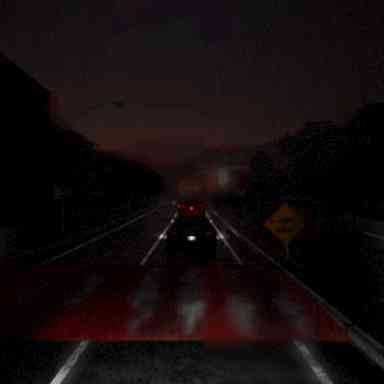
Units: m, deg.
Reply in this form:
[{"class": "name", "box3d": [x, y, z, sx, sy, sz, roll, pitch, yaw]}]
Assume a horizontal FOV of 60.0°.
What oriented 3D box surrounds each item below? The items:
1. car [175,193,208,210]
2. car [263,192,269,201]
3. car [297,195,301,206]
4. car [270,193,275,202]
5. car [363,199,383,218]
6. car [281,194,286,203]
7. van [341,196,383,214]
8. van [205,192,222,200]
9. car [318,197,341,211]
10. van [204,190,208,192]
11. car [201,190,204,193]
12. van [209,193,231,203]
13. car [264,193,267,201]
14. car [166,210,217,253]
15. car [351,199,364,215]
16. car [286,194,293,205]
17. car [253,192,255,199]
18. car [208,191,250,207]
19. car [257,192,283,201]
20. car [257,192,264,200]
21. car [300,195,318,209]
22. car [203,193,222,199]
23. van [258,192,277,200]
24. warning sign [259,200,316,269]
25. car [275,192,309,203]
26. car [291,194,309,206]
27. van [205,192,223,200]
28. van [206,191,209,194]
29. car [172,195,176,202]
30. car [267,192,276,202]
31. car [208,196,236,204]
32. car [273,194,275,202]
[{"class": "car", "box3d": [-0.033, 1.374, 29.034, 2.150, 2.045, 5.566, 0, 0, 0]}, {"class": "car", "box3d": [18.724, 1.390, 74.565, 4.792, 1.488, 2.163, 0, 1, 0]}, {"class": "car", "box3d": [18.788, 1.568, 49.578, 4.792, 1.488, 2.163, 0, 0, 0]}, {"class": "car", "box3d": [18.711, 1.435, 66.233, 5.008, 1.535, 2.097, 0, 0, 0]}, {"class": "car", "box3d": [18.804, 1.657, 30.149, 5.008, 1.535, 2.097, 0, 0, 0]}, {"class": "car", "box3d": [18.743, 1.488, 57.905, 5.008, 1.535, 2.097, 0, 0, 0]}, {"class": "van", "box3d": [18.911, 1.397, 35.700, 4.442, 1.987, 1.878, 0, 0, 0]}, {"class": "van", "box3d": [5.698, 0.960, 87.898, 4.442, 1.987, 1.878, 0, 1, 0]}, {"class": "car", "box3d": [18.751, 1.619, 41.251, 4.792, 1.488, 2.163, 0, 0, 0]}, {"class": "van", "box3d": [5.719, 1.077, 79.490, 4.442, 1.987, 1.878, 0, 1, 0]}, {"class": "car", "box3d": [5.567, 1.013, 82.290, 5.566, 2.045, 2.435, 0, 1, 0]}, {"class": "van", "box3d": [5.748, 1.192, 68.270, 4.442, 1.987, 1.878, 0, 0, 0]}, {"class": "car", "box3d": [18.673, 1.421, 71.782, 4.792, 1.488, 2.163, 0, 1, 0]}, {"class": "car", "box3d": [-0.013, 1.690, 14.319, 1.994, 1.385, 4.181, 0, 0, 0]}, {"class": "car", "box3d": [18.798, 1.680, 32.926, 4.674, 1.452, 2.002, 0, 0, 0]}, {"class": "car", "box3d": [18.750, 1.505, 55.129, 5.008, 1.535, 2.097, 0, 0, 0]}, {"class": "car", "box3d": [18.853, 1.215, 85.667, 5.366, 1.575, 1.946, 0, 1, 0]}, {"class": "car", "box3d": [5.646, 1.275, 51.448, 5.566, 2.045, 2.435, 0, 0, 0]}, {"class": "car", "box3d": [18.709, 1.044, 80.113, 5.566, 2.045, 2.435, 0, 1, 0]}, {"class": "car", "box3d": [18.659, 1.077, 77.336, 5.566, 2.045, 2.435, 0, 1, 0]}, {"class": "car", "box3d": [18.580, 1.552, 46.802, 5.366, 1.575, 1.946, 0, 0, 0]}, {"class": "car", "box3d": [5.568, 1.148, 90.704, 4.892, 1.521, 2.231, 0, 1, 0]}, {"class": "van", "box3d": [18.790, 1.031, 82.889, 4.442, 1.987, 1.878, 0, 1, 0]}, {"class": "warning sign", "box3d": [2.755, 1.210, 9.757, 1.300, 1.860, 1.060, -2, -3, 0]}, {"class": "car", "box3d": [18.702, 1.220, 60.679, 5.566, 2.045, 2.435, 0, 0, 0]}, {"class": "car", "box3d": [18.758, 1.523, 52.353, 4.892, 1.521, 2.231, 0, 0, 0]}, {"class": "van", "box3d": [5.705, 0.999, 85.095, 4.442, 1.987, 1.878, 0, 1, 0]}, {"class": "van", "box3d": [5.522, 1.214, 65.468, 4.442, 1.987, 1.878, 0, 0, 0]}, {"class": "car", "box3d": [-3.335, 1.403, 71.001, 2.128, 1.511, 4.902, 0, 1, 0]}, {"class": "car", "box3d": [18.894, 1.410, 69.010, 5.366, 1.575, 1.946, 0, 0, 0]}, {"class": "car", "box3d": [5.640, 1.458, 62.663, 5.008, 1.535, 2.097, 0, 0, 0]}, {"class": "car", "box3d": [18.717, 1.455, 63.455, 4.892, 1.521, 2.231, 0, 0, 0]}]
